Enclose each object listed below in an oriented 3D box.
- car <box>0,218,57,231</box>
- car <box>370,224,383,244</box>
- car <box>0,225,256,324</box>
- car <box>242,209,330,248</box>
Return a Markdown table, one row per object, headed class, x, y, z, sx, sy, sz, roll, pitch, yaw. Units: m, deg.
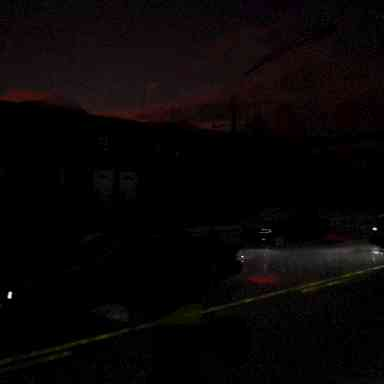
| class | x | y | z | sx | sy | sz | roll | pitch | yaw |
| --- | --- | --- | --- | --- | --- | --- | --- | --- | --- |
| car | -5.337 | 1.486 | 8.780 | 5.008 | 1.535 | 1.882 | 1 | 0 | -36 |
| car | 10.432 | 1.777 | 15.698 | 4.718 | 1.301 | 1.895 | 1 | 0 | -35 |
| car | -1.274 | 1.580 | 7.387 | 5.357 | 1.411 | 2.033 | 1 | 0 | -36 |
| car | 4.463 | 1.607 | 15.769 | 5.008 | 1.535 | 1.882 | 1 | -1 | -35 |
